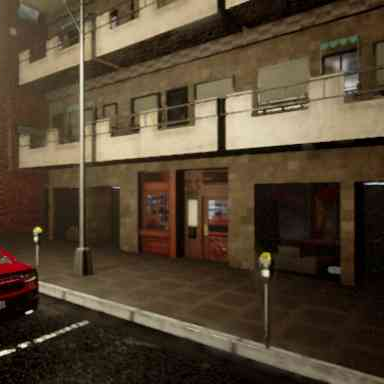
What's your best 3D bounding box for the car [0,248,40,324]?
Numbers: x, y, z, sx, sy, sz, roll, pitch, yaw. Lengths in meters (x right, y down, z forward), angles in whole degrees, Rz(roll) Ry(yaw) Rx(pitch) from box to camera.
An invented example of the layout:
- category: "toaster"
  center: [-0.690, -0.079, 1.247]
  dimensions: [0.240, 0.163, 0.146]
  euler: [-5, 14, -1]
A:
- category: "car"
  center: [-4.666, 1.544, 6.206]
  dimensions: [4.507, 1.381, 1.887]
  euler: [0, 0, 36]
